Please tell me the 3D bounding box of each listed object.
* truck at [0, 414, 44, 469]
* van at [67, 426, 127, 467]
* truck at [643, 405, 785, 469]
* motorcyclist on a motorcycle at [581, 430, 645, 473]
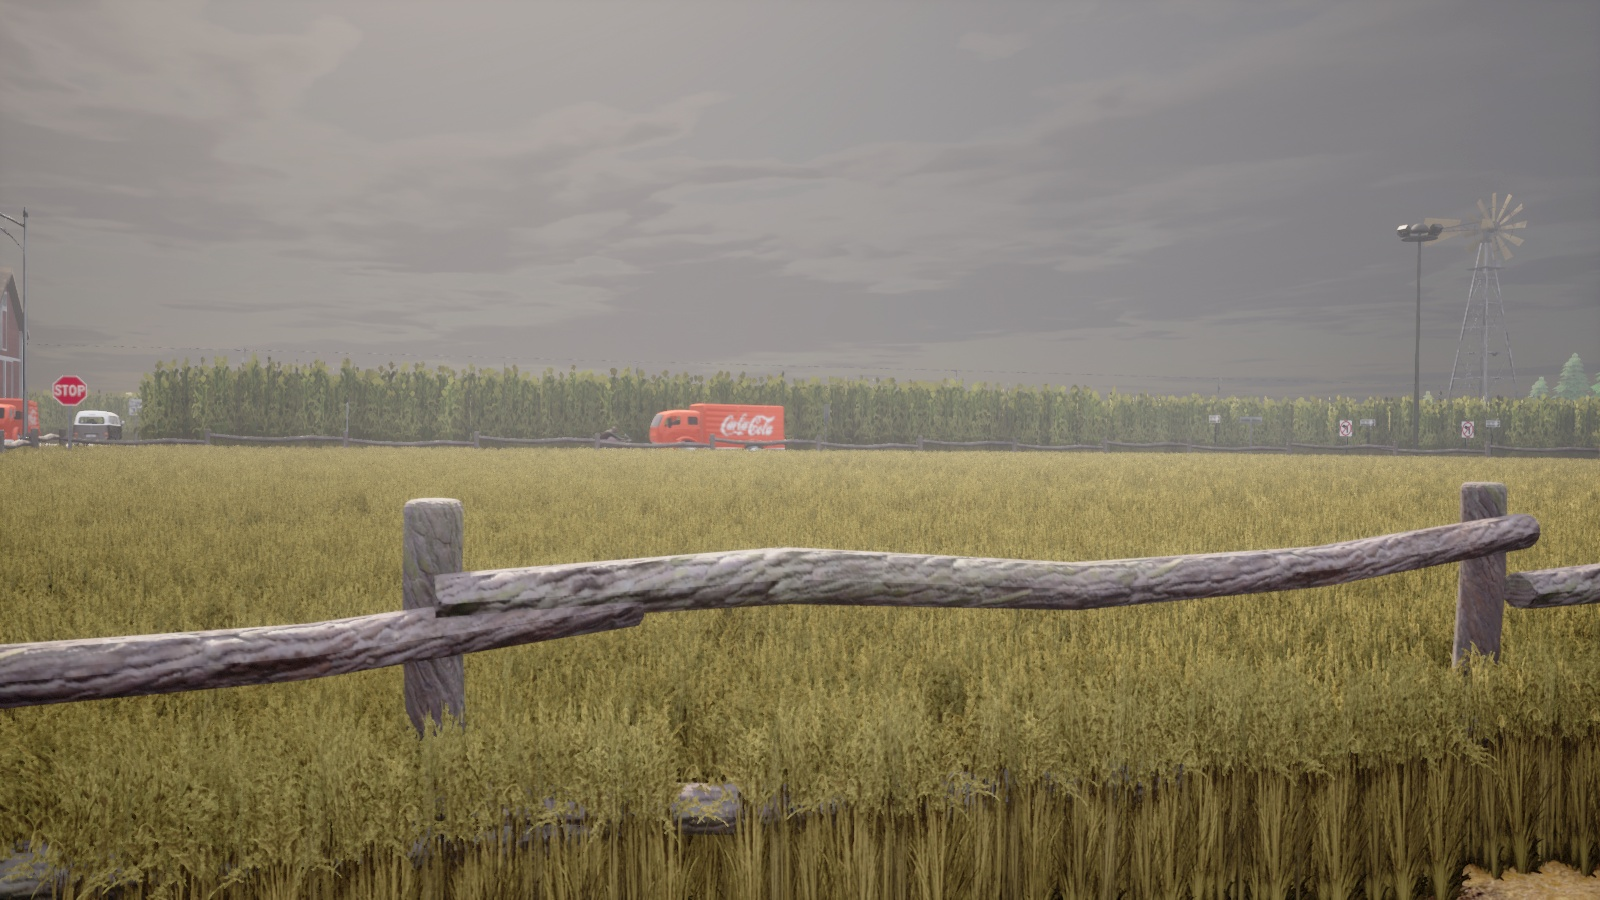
[{"bbox_3d":[-37.331,-0.358,58.555,2.627,2.467,5.204,-1,0,-21],"label":"truck"},{"bbox_3d":[-36.733,-0.202,65.743,2.069,2.038,4.480,-1,0,-21],"label":"van"},{"bbox_3d":[-3.491,-0.546,50.688,5.204,2.467,2.627,-1,1,-20],"label":"truck"},{"bbox_3d":[-6.875,0.052,46.122,2.191,1.530,0.866,0,1,-20],"label":"motorcyclist on a motorcycle"}]
